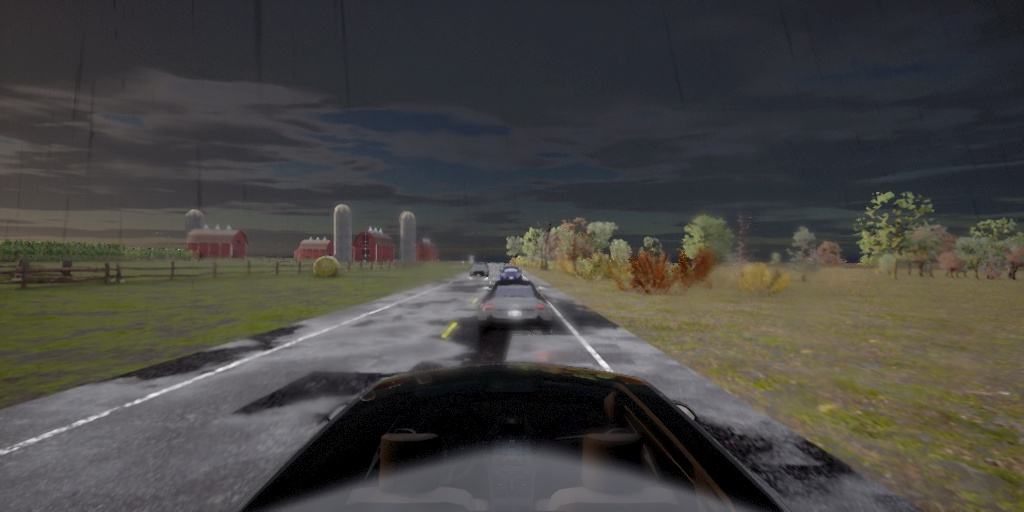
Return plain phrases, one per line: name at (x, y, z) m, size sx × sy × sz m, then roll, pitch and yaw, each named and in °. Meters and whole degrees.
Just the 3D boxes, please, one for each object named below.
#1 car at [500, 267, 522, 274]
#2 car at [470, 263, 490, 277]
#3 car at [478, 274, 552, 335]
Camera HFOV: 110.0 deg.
car at (-0.081, 1.637, 30.828) m, size 1.812 × 1.442 × 4.674 m, roll 0°, pitch -1°, yaw -1°
car at (-3.833, 1.663, 43.160) m, size 2.097 × 1.767 × 4.553 m, roll 0°, pitch -1°, yaw -1°
car at (0.071, 1.428, 10.996) m, size 1.994 × 1.385 × 4.181 m, roll 0°, pitch -1°, yaw 0°
